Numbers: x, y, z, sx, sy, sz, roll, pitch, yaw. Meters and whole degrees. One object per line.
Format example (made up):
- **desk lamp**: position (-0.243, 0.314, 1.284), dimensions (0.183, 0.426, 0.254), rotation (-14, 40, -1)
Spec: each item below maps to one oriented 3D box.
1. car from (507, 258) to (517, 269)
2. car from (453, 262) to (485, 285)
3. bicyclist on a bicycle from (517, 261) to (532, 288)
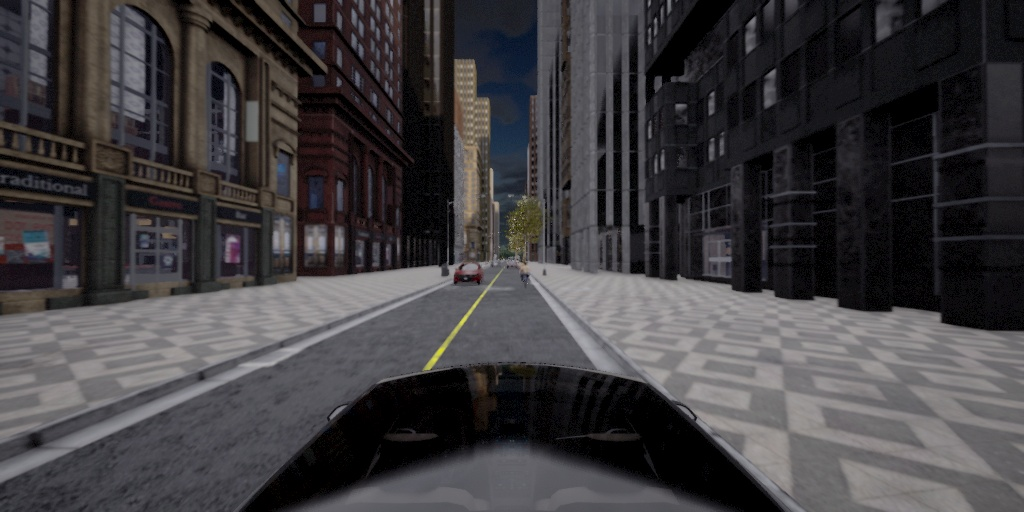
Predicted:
- **car**: position (0.035, 1.444, 61.279), dimensions (2.033, 1.411, 5.357), rotation (0, 0, 0)
- **car**: position (-3.092, 1.241, 26.471), dimensions (1.882, 1.535, 5.008), rotation (0, 0, 0)
- **bicyclist on a bicycle**: position (0.846, 1.193, 22.630), dimensions (0.866, 1.612, 1.509), rotation (0, 0, 0)
